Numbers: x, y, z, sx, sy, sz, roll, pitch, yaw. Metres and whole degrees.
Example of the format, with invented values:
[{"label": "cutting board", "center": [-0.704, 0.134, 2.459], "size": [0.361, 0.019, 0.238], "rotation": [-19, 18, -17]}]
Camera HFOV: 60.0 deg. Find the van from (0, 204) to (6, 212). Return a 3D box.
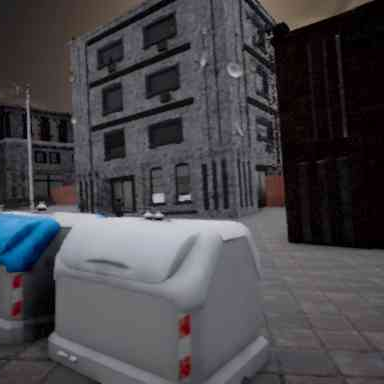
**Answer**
[{"label": "van", "center": [-8.356, 1.395, 11.423], "size": [1.878, 1.987, 4.442], "rotation": [-1, 0, 35]}]
